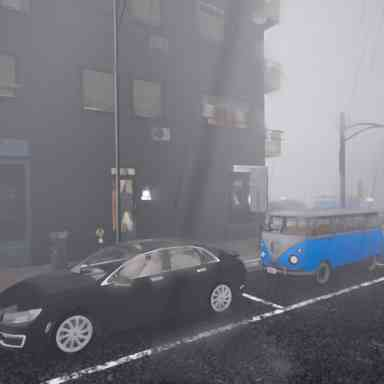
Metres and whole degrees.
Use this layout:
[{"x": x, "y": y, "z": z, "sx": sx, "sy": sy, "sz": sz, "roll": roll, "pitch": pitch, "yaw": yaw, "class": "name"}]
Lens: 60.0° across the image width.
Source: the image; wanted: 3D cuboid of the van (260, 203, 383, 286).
[{"x": 3.602, "y": 1.339, "z": 9.133, "sx": 3.998, "sy": 1.788, "sz": 1.690, "roll": 0, "pitch": -1, "yaw": -35, "class": "van"}]

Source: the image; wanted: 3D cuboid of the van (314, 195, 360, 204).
[{"x": 12.850, "y": 1.201, "z": 29.763, "sx": 1.690, "sy": 1.788, "sz": 3.998, "roll": -1, "pitch": 1, "yaw": -35, "class": "van"}]

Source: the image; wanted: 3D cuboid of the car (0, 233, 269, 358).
[{"x": -0.960, "y": 1.550, "z": 5.883, "sx": 4.403, "sy": 1.369, "sz": 2.008, "roll": 0, "pitch": -1, "yaw": -35, "class": "car"}]

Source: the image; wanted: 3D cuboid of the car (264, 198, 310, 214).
[{"x": 9.676, "y": 1.400, "z": 34.284, "sx": 1.947, "sy": 1.339, "sz": 4.313, "roll": -1, "pitch": 1, "yaw": -35, "class": "car"}]

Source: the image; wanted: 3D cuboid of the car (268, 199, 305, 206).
[{"x": 7.139, "y": 1.534, "z": 27.815, "sx": 1.895, "sy": 1.301, "sz": 4.718, "roll": -1, "pitch": 1, "yaw": -35, "class": "car"}]
